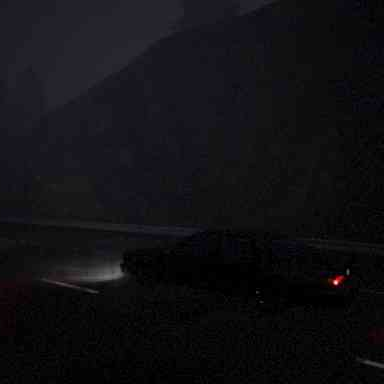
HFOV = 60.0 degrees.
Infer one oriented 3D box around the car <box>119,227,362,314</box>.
[{"bbox_3d":[0.814,1.534,7.572,5.357,1.411,2.033,0,0,34],"label":"car"}]
